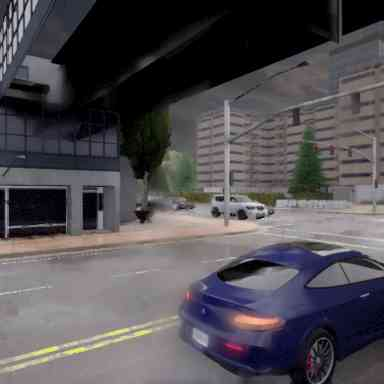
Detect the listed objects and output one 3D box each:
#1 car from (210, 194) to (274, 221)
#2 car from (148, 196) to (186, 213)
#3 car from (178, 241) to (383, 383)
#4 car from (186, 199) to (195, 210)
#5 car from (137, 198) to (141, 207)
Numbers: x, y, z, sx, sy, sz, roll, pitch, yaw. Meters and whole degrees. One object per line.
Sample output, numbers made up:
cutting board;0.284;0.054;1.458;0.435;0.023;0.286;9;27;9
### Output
car;3.762;1.219;27.868;2.150;2.045;5.566;0;0;-34
car;-3.269;1.492;37.711;2.128;1.511;4.902;0;0;-36
car;1.980;1.526;5.210;4.674;1.442;1.812;0;0;-35
car;-1.602;1.351;41.384;2.097;1.767;4.553;0;0;-36
car;-8.004;1.564;50.277;1.994;1.385;4.181;0;0;-36
